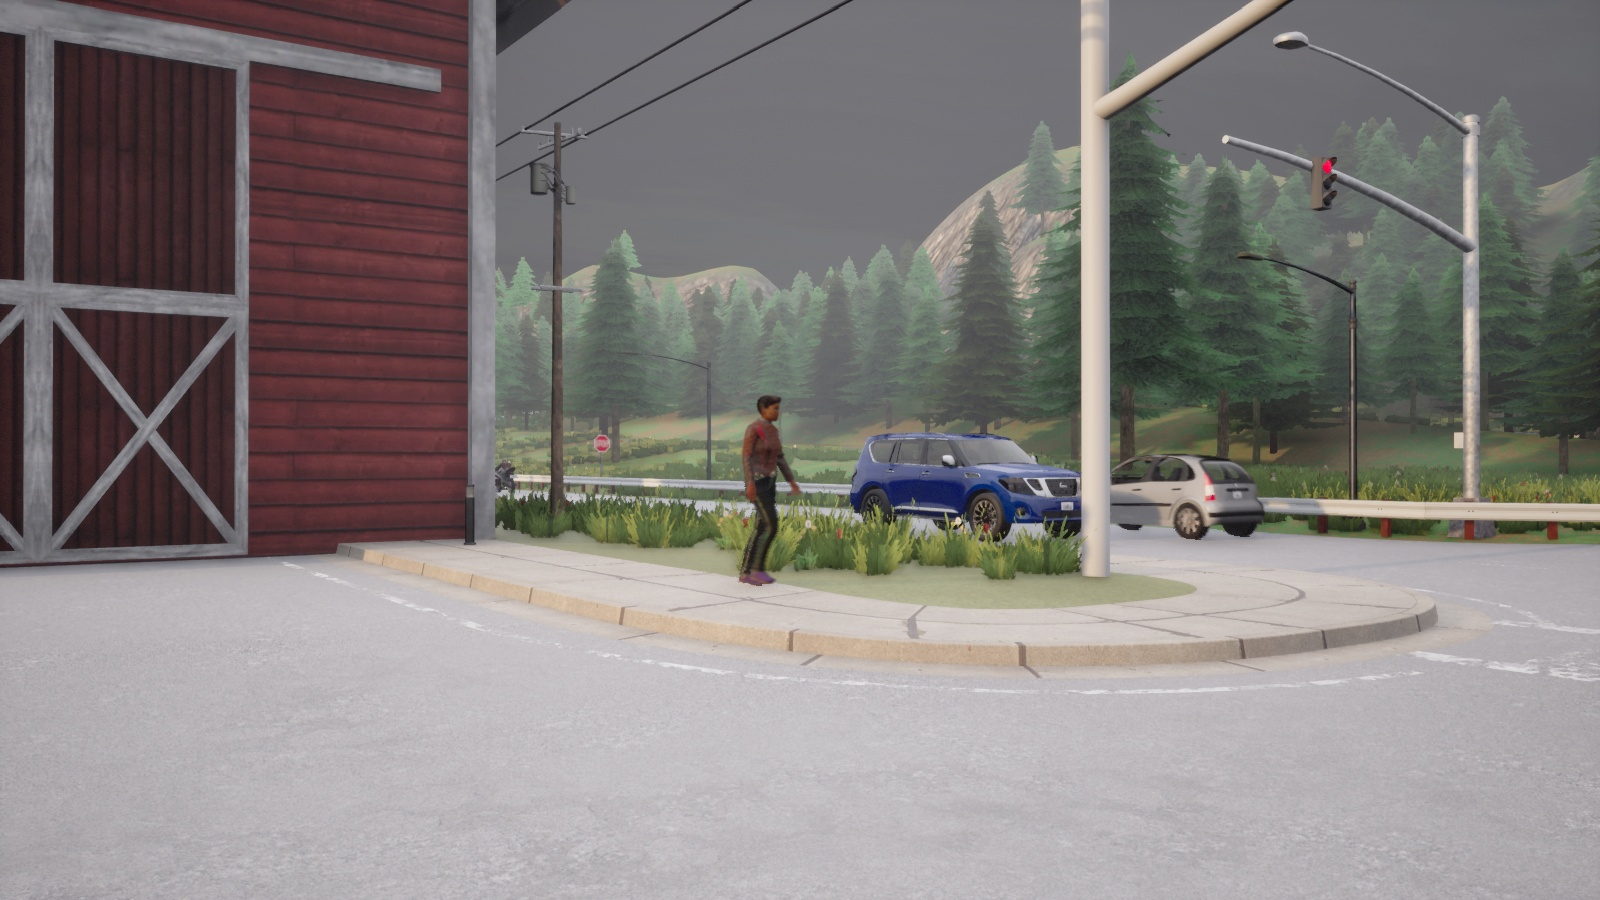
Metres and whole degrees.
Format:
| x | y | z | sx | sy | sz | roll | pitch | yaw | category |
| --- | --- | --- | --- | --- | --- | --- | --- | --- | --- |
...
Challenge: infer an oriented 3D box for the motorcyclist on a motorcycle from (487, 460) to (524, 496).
| x | y | z | sx | sy | sz | roll | pitch | yaw | category |
| --- | --- | --- | --- | --- | --- | --- | --- | --- | --- |
| -12.962 | 1.226 | 55.141 | 0.866 | 1.530 | 2.191 | 0 | 0 | -34 | motorcyclist on a motorcycle |

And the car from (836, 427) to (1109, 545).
| x | y | z | sx | sy | sz | roll | pitch | yaw | category |
| --- | --- | --- | --- | --- | --- | --- | --- | --- | --- |
| 3.207 | 0.646 | 24.696 | 2.150 | 2.045 | 5.566 | 0 | 0 | -34 | car |

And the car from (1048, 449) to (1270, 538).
| x | y | z | sx | sy | sz | roll | pitch | yaw | category |
| --- | --- | --- | --- | --- | --- | --- | --- | --- | --- |
| 7.087 | 0.813 | 25.145 | 1.851 | 1.617 | 3.988 | 0 | 0 | -35 | car |

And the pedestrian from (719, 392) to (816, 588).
| x | y | z | sx | sy | sz | roll | pitch | yaw | category |
| --- | --- | --- | --- | --- | --- | --- | --- | --- | --- |
| -0.314 | 0.371 | 11.925 | 0.869 | 1.805 | 0.328 | 0 | 0 | 30 | pedestrian |
